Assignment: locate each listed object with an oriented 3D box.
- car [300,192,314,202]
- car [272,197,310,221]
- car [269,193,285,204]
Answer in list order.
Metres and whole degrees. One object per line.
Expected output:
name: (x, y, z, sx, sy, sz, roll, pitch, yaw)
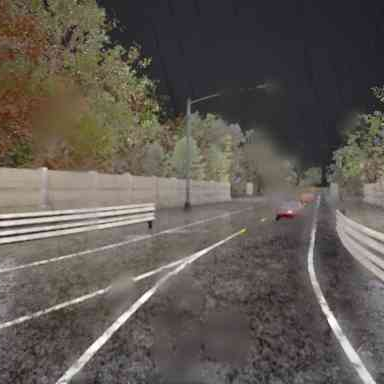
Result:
car: (19.640, 0.790, 56.800, 2.097, 1.767, 4.553, 1, 1, 21)
car: (7.455, 1.312, 24.790, 1.994, 1.385, 4.181, 1, 1, 21)
car: (12.362, 0.962, 47.785, 2.128, 1.511, 4.902, 3, 2, 21)
